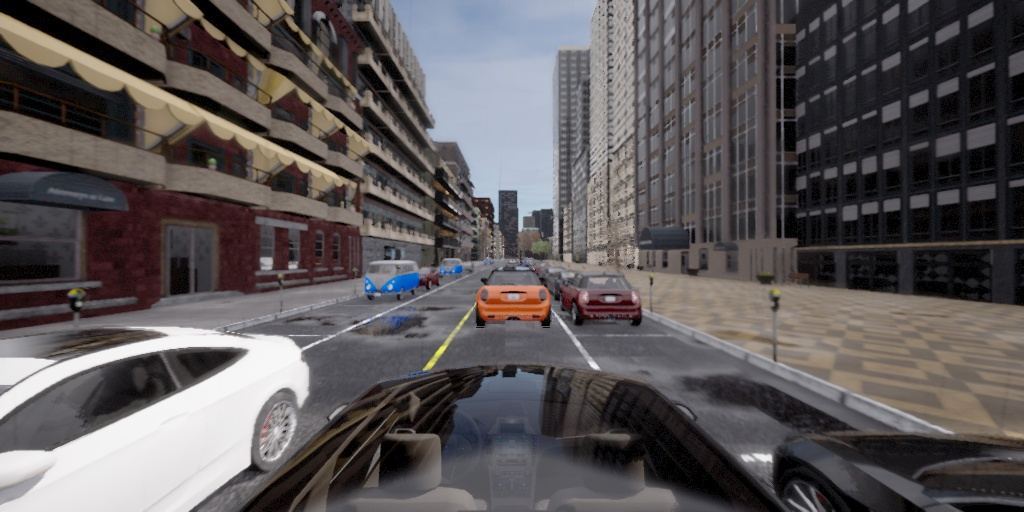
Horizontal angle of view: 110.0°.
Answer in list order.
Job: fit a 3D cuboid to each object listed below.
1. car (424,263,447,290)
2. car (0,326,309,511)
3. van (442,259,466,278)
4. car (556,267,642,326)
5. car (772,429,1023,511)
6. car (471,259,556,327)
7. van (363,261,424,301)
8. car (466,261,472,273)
[{"bbox_3d":[-5.692,1.322,22.804,1.888,1.381,4.507,0,0,0],"label":"car"},{"bbox_3d":[-3.112,1.276,2.122,1.812,1.442,4.674,0,0,0],"label":"car"},{"bbox_3d":[-5.694,1.133,33.849,1.690,1.789,3.998,0,0,0],"label":"van"},{"bbox_3d":[2.690,1.202,11.758,1.967,1.591,4.097,0,0,0],"label":"car"},{"bbox_3d":[2.692,1.315,0.713,1.948,1.339,4.313,0,0,0],"label":"car"},{"bbox_3d":[0.030,1.114,11.685,2.097,1.767,4.553,0,0,0],"label":"car"},{"bbox_3d":[-5.692,1.110,17.281,1.690,1.789,3.998,0,0,0],"label":"van"},{"bbox_3d":[-5.696,1.362,44.894,2.007,1.370,4.403,0,0,0],"label":"car"}]
